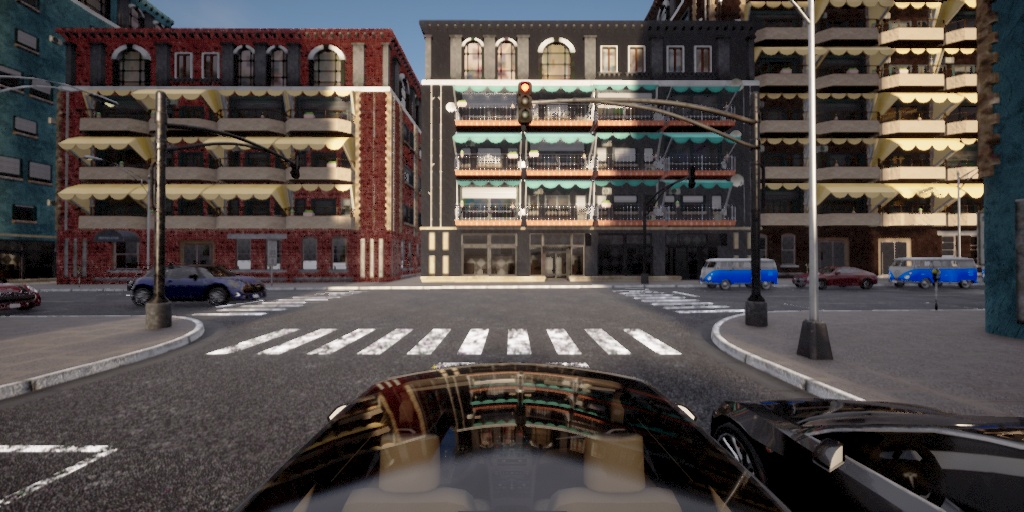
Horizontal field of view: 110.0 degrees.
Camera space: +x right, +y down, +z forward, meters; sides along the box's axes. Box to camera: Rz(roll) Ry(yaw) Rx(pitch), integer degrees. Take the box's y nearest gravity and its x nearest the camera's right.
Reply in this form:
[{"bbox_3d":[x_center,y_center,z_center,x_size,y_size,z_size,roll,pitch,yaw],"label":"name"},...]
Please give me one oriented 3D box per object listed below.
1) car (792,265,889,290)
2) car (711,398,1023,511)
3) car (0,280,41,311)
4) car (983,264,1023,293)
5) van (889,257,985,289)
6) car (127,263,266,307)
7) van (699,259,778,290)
[{"bbox_3d":[18.758,1.239,20.877,4.207,1.307,1.802,0,0,0],"label":"car"},{"bbox_3d":[2.566,1.316,1.302,1.948,1.339,4.313,0,0,0],"label":"car"},{"bbox_3d":[-19.636,1.258,12.722,4.097,1.591,1.967,0,0,0],"label":"car"},{"bbox_3d":[28.241,1.122,18.456,5.357,1.411,2.033,0,-1,0],"label":"car"},{"bbox_3d":[24.399,0.964,20.899,3.998,1.789,1.690,0,0,0],"label":"van"},{"bbox_3d":[-13.289,1.153,15.451,4.553,1.767,2.097,0,-1,0],"label":"car"},{"bbox_3d":[13.118,1.033,20.856,3.998,1.789,1.690,0,0,0],"label":"van"}]
